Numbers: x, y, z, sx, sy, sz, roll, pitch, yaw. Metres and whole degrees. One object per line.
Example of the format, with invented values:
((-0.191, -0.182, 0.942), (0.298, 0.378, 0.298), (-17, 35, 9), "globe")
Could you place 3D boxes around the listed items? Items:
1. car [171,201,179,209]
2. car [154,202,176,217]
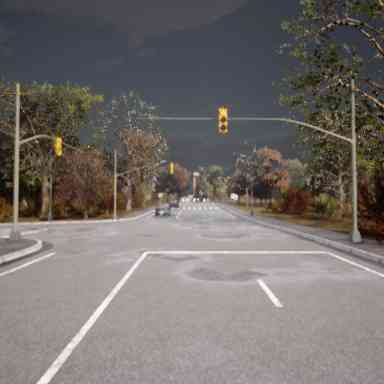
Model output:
((-3.469, 2.458, 65.593), (2.033, 1.411, 5.357), (0, 0, 1), "car")
((-3.572, 2.342, 41.617), (2.128, 1.511, 4.902), (0, -1, 0), "car")
